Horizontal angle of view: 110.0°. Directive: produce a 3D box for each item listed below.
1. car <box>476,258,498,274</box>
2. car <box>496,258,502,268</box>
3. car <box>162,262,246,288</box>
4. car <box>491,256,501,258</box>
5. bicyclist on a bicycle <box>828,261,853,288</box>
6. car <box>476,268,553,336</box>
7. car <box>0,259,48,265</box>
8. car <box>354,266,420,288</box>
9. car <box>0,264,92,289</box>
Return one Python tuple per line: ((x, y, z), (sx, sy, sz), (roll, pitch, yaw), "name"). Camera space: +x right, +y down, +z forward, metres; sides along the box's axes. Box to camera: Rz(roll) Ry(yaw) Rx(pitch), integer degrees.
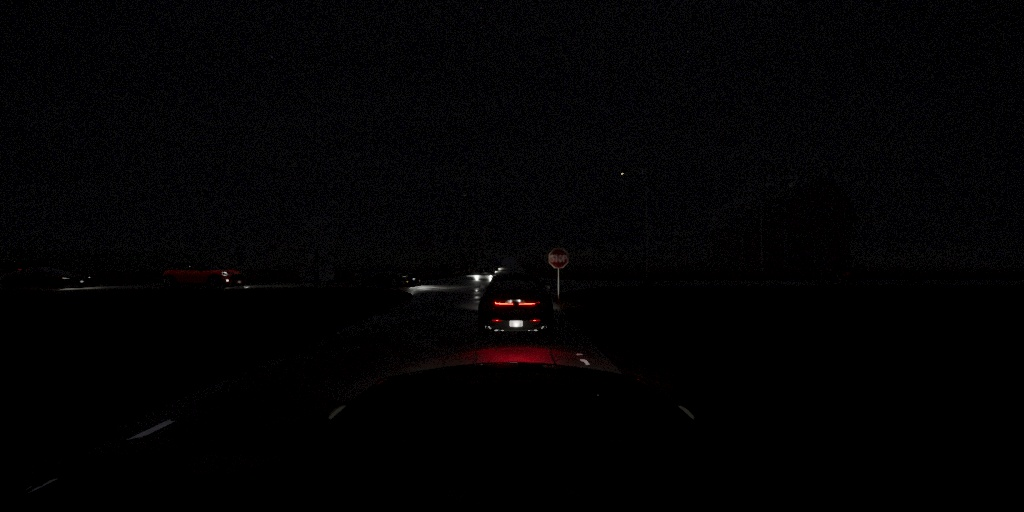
((-2.939, 1.281, 40.200), (1.837, 1.490, 4.892), (0, 0, 1), "car")
((-2.898, 1.336, 50.808), (2.033, 1.411, 5.357), (0, 0, 0), "car")
((-20.904, 1.212, 24.528), (4.553, 1.767, 2.097), (0, -1, 0), "car")
((-2.897, 1.023, 63.581), (2.150, 2.045, 5.566), (0, 0, 0), "car")
((19.925, 1.102, 21.760), (0.582, 1.620, 1.656), (0, 0, 0), "bicyclist on a bicycle")
((0.089, 1.258, 10.388), (1.837, 1.490, 4.892), (0, 0, 0), "car")
((-38.656, 1.293, 27.360), (5.566, 2.045, 2.150), (-1, -1, 0), "car")
((-8.186, 1.321, 23.549), (4.181, 1.385, 1.994), (-1, -1, 17), "car")
((-31.687, 1.479, 24.457), (4.674, 1.442, 1.812), (-1, -1, 0), "car")
